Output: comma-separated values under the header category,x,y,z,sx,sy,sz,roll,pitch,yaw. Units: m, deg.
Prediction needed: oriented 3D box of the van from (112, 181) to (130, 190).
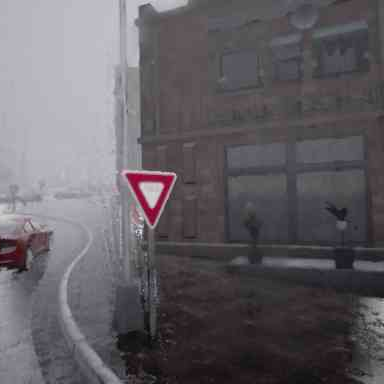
category,x,y,z,sx,sy,sz,roll,pitch,yaw
van,-18.244,-1.657,85.409,4.442,1.987,1.878,-2,3,-16

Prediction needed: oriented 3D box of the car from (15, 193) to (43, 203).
category,x,y,z,sx,sy,sz,roll,pitch,yaw
car,-25.182,0.843,52.271,1.994,1.385,4.181,-1,4,4

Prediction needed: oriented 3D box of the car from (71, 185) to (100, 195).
category,x,y,z,sx,sy,sz,roll,pitch,yaw
car,-19.981,0.077,61.055,5.366,1.575,1.946,-2,4,-16

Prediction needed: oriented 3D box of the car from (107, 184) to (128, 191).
category,x,y,z,sx,sy,sz,roll,pitch,yaw
car,-18.537,-1.239,82.350,4.892,1.521,2.231,-2,3,-16

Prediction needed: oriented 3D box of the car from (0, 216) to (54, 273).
category,x,y,z,sx,sy,sz,roll,pitch,yaw
car,-5.893,1.528,10.769,1.882,1.535,5.008,-1,1,-12

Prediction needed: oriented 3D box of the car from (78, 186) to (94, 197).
category,x,y,z,sx,sy,sz,roll,pitch,yaw
car,-19.982,0.302,58.077,4.674,1.452,2.002,-2,4,-16

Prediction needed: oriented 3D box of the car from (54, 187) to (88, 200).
category,x,y,z,sx,sy,sz,roll,pitch,yaw
car,-20.175,0.451,55.044,4.892,1.521,2.231,-2,3,-16

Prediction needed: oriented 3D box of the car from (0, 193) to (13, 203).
category,x,y,z,sx,sy,sz,roll,pitch,yaw
car,-28.572,0.931,51.781,1.812,1.442,4.674,-1,3,4

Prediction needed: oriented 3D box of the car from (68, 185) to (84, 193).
category,x,y,z,sx,sy,sz,roll,pitch,yaw
car,-27.074,-0.805,77.815,1.882,1.535,5.008,-1,3,4

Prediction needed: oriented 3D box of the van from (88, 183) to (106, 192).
category,x,y,z,sx,sy,sz,roll,pitch,yaw
van,-19.514,-0.343,64.166,4.442,1.987,1.878,-2,3,-16

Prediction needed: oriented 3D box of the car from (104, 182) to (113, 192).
category,x,y,z,sx,sy,sz,roll,pitch,yaw
car,-19.469,-0.551,67.150,5.566,2.045,2.435,-2,4,-16

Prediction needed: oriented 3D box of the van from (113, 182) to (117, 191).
category,x,y,z,sx,sy,sz,roll,pitch,yaw
van,-19.191,-0.898,73.196,4.442,1.987,1.878,-2,4,-16

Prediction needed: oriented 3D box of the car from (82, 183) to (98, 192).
category,x,y,z,sx,sy,sz,roll,pitch,yaw
car,-23.811,-1.017,77.995,2.097,1.767,4.553,-1,3,4

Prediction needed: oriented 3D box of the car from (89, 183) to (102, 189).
category,x,y,z,sx,sy,sz,roll,pitch,yaw
car,-26.301,-1.671,90.751,1.837,1.490,4.892,-1,3,4

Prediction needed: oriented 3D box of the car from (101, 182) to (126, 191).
category,x,y,z,sx,sy,sz,roll,pitch,yaw
car,-18.692,-1.304,79.313,5.566,2.045,2.435,-2,3,-16
